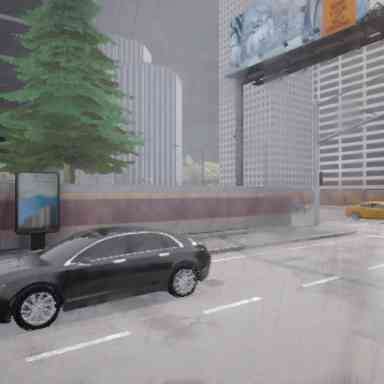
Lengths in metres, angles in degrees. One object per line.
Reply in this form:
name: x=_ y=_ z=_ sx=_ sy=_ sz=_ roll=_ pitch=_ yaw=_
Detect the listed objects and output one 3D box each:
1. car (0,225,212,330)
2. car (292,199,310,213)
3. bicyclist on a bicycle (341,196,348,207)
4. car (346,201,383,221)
car: x=-1.818 y=1.505 z=6.986 sx=4.892 sy=1.490 sz=1.837 roll=0 pitch=0 yaw=-35
car: x=10.512 y=1.491 z=36.393 sx=2.128 sy=1.511 sz=4.902 roll=0 pitch=0 yaw=-35
bicyclist on a bicycle: x=21.243 y=1.301 z=46.301 sx=1.656 sy=1.620 sz=0.582 roll=0 pitch=0 yaw=-35
car: x=14.233 y=1.477 z=25.074 sx=1.882 sy=1.535 sz=5.008 roll=0 pitch=0 yaw=-35
